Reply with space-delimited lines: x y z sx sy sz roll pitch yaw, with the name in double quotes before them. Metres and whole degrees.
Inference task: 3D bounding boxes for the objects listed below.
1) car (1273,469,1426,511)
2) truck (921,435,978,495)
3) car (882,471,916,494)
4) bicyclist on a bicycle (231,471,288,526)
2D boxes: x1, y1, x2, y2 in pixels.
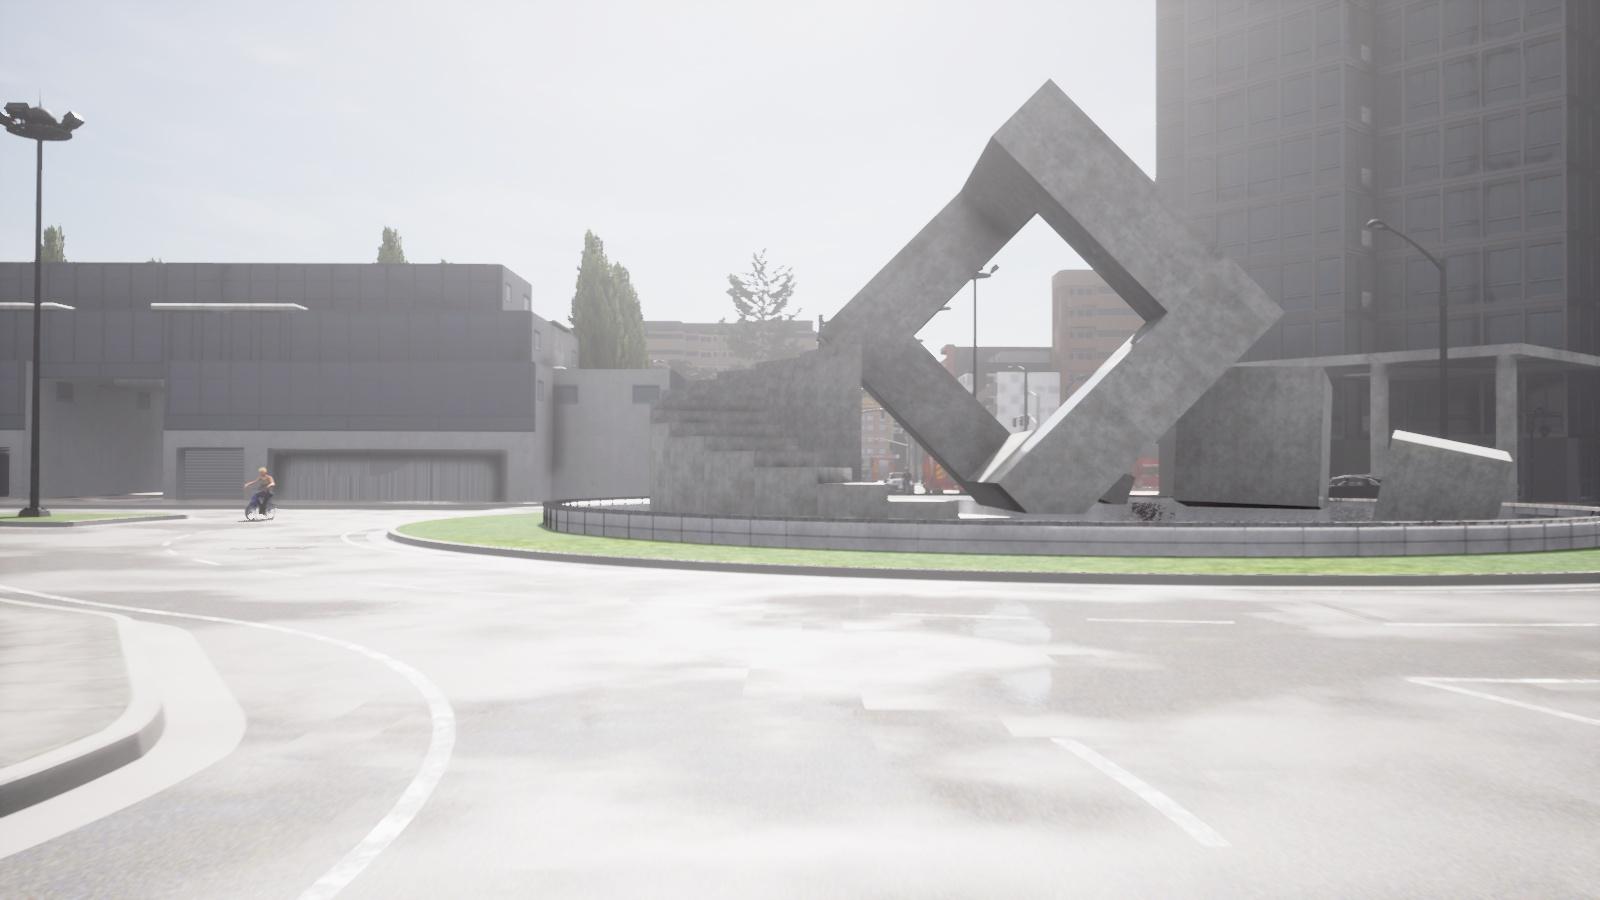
"car" 21.005 1.490 48.169 2.128 1.511 4.902 1 -1 -40
"truck" 10.017 1.032 85.015 2.891 3.827 8.468 0 -1 0
"car" 6.524 2.145 83.148 1.970 1.475 3.806 0 -1 0
"bicyclist on a bicycle" -16.306 1.454 37.910 0.866 1.612 1.509 1 -1 9
